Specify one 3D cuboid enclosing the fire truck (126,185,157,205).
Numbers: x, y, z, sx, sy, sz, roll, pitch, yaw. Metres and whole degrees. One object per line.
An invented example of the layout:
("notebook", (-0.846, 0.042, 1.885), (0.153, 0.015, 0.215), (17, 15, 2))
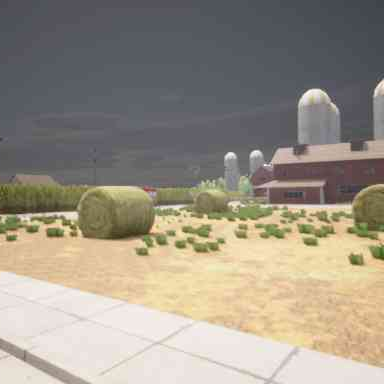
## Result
("fire truck", (-9.434, 0.878, 54.918), (2.891, 3.827, 8.468), (-1, -1, 33))
